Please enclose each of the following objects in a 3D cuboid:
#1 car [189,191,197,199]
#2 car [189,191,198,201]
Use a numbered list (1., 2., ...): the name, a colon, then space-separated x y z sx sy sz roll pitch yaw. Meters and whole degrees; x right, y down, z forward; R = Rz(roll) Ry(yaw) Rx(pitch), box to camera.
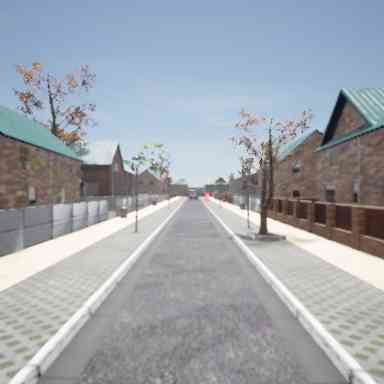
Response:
1. car: 0.399 0.811 92.766 2.150 2.045 5.566 0 0 0
2. car: 0.336 1.112 78.787 2.097 1.767 4.553 0 0 0
